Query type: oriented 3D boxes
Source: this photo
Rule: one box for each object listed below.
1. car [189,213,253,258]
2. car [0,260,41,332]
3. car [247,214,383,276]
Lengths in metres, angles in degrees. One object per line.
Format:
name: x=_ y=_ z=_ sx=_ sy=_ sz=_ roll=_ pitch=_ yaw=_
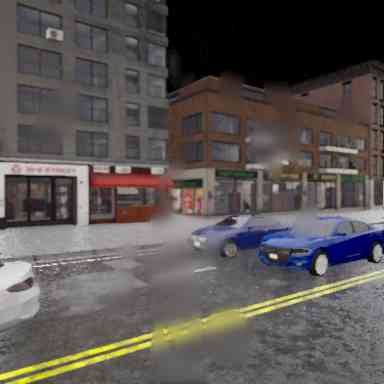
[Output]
car: x=2.080 y=1.594 z=13.132 sx=4.674 sy=1.442 sz=1.812 roll=1 pitch=0 yaw=-35
car: x=-4.555 y=1.528 z=4.368 sx=4.674 sy=1.442 sz=1.812 roll=1 pitch=0 yaw=-35
car: x=4.326 y=1.545 z=10.742 sx=5.008 sy=1.535 sz=1.882 roll=1 pitch=0 yaw=-35
